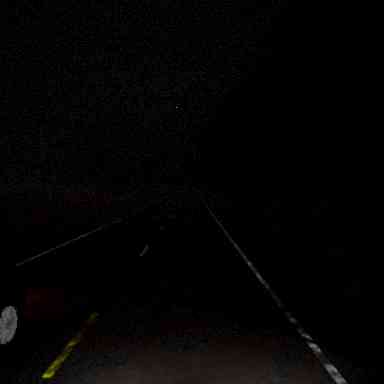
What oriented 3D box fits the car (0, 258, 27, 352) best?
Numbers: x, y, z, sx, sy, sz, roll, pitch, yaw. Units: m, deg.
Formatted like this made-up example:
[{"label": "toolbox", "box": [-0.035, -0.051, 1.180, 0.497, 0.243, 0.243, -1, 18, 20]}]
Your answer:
[{"label": "car", "box": [-3.500, 1.491, 3.300, 1.837, 1.490, 4.892, 0, 0, 0]}]
